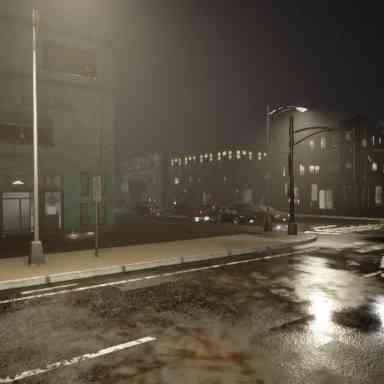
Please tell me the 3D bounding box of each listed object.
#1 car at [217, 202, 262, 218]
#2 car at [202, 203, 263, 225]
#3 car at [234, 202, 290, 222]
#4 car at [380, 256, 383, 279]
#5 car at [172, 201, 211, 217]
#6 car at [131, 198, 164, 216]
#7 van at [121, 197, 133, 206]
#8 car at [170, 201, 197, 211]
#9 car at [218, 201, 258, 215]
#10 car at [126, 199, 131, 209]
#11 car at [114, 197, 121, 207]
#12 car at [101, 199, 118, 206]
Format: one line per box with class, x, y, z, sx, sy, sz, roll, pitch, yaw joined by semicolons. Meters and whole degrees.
car;4.757;1.776;34.115;1.812;1.442;4.674;-1;0;-35
car;3.117;1.814;26.314;1.947;1.339;4.313;-2;0;-35
car;5.523;1.764;27.626;2.033;1.411;5.357;-1;0;-36
car;6.642;1.524;8.428;4.674;1.442;1.812;0;0;-36
car;-0.289;1.896;35.767;1.994;1.385;4.181;-1;0;-37
car;-4.836;1.846;37.687;1.967;1.590;4.097;-1;0;-35
van;-10.856;1.906;60.585;1.690;1.788;3.998;-1;0;-35
car;-1.218;1.965;47.059;1.802;1.307;4.206;-2;0;-35
car;5.202;1.809;38.041;2.008;1.369;4.403;-2;0;-35
car;-6.388;1.998;44.367;2.033;1.411;5.357;-1;0;-35
car;-14.067;1.939;65.094;2.192;1.841;5.009;-1;0;-35
car;-17.272;2.227;69.603;1.887;1.381;4.507;-1;0;-35
